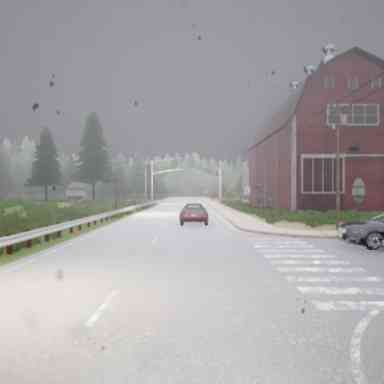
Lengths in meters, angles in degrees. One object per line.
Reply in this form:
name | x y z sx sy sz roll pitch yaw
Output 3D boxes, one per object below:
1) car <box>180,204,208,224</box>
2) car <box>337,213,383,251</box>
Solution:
car | 0.140 1.544 24.402 1.994 1.385 4.181 0 0 0
car | 8.434 1.481 13.253 4.902 1.511 2.128 0 0 4
